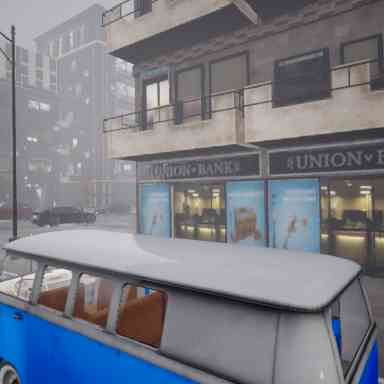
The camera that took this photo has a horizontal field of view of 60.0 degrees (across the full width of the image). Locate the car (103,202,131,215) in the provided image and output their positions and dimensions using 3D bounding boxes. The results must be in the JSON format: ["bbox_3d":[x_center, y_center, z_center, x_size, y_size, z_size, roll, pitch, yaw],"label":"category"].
[{"bbox_3d":[-8.591,1.797,36.385,1.947,1.339,4.313,-2,-1,36],"label":"car"}]

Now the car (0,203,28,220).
[{"bbox_3d":[-15.270,1.608,27.301,1.967,1.590,4.097,-2,-1,36],"label":"car"}]

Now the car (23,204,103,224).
[{"bbox_3d":[-8.518,1.583,22.334,1.947,1.339,4.313,-2,-1,36],"label":"car"}]

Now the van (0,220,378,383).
[{"bbox_3d":[-0.422,1.342,3.162,3.998,1.788,1.690,0,-1,36],"label":"van"}]
